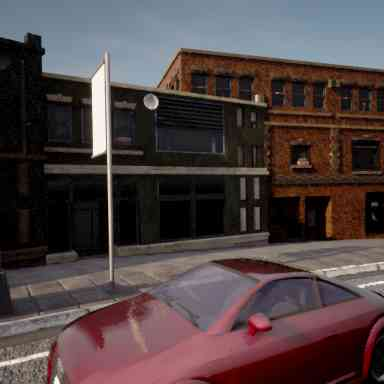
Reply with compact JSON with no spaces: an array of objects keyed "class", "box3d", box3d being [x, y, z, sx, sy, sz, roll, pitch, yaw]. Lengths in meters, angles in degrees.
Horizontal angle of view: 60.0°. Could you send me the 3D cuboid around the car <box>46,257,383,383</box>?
[{"class":"car","box3d":[0.538,1.559,3.940,4.181,1.385,1.994,0,0,-29]}]
